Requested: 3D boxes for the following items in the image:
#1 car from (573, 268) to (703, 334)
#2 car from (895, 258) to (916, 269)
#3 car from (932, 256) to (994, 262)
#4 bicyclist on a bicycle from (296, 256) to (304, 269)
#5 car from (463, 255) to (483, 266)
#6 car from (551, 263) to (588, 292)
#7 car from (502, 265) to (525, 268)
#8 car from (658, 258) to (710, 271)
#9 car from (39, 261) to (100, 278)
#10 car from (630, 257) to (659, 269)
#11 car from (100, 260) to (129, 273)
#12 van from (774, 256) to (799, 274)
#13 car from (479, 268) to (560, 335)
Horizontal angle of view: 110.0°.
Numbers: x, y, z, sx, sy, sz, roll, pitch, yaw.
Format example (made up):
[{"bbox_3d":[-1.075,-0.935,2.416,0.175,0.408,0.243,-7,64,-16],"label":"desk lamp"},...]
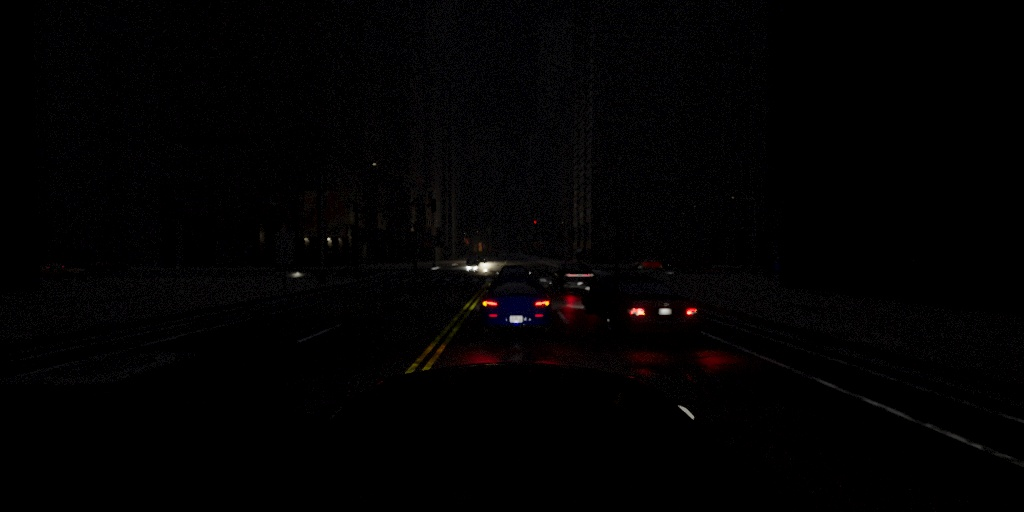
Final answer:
[{"bbox_3d":[3.349,1.253,10.378,2.033,1.411,5.357,0,0,0],"label":"car"},{"bbox_3d":[43.468,0.986,41.127,4.674,1.442,1.812,0,1,1],"label":"car"},{"bbox_3d":[43.838,1.013,35.312,4.097,1.591,1.967,0,0,0],"label":"car"},{"bbox_3d":[-25.888,0.805,43.713,0.582,1.620,1.656,0,1,0],"label":"bicyclist on a bicycle"},{"bbox_3d":[-6.555,0.929,60.082,2.128,1.511,4.902,0,0,0],"label":"car"},{"bbox_3d":[3.344,1.144,20.125,2.128,1.511,4.902,0,0,0],"label":"car"},{"bbox_3d":[0.092,1.201,19.852,2.033,1.411,5.357,0,0,0],"label":"car"},{"bbox_3d":[20.030,0.960,41.291,5.008,1.535,1.882,0,1,0],"label":"car"},{"bbox_3d":[-40.834,1.306,32.332,4.829,1.417,1.751,0,0,0],"label":"car"},{"bbox_3d":[16.682,0.874,43.988,4.097,1.591,1.967,0,0,0],"label":"car"},{"bbox_3d":[-46.428,1.179,40.852,4.507,1.381,1.888,0,0,0],"label":"car"},{"bbox_3d":[27.518,0.929,35.403,3.998,1.789,1.690,0,0,0],"label":"van"},{"bbox_3d":[0.091,1.232,10.279,1.812,1.442,4.674,0,0,0],"label":"car"}]
